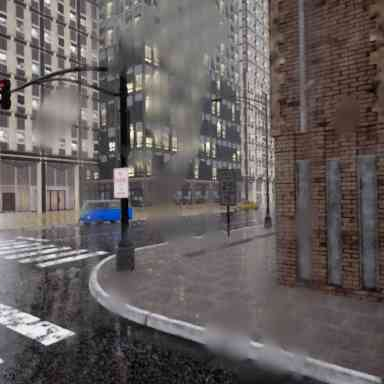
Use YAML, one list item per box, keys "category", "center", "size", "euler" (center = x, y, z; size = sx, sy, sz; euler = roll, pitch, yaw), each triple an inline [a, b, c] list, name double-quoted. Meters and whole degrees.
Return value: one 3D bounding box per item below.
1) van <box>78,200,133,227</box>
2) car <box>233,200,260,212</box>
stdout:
- category: "van"
  center: [-6.030, 1.457, 23.500]
  size: [1.690, 1.788, 3.998]
  euler: [-2, -1, 36]
- category: "car"
  center: [6.805, 1.686, 41.409]
  size: [1.752, 1.417, 4.829]
  euler: [-2, -1, 36]
